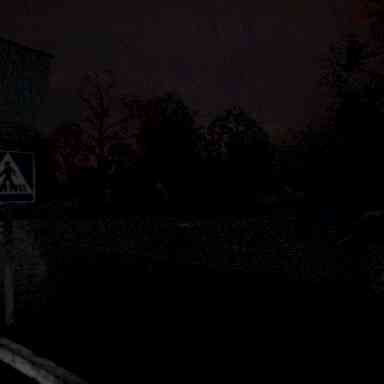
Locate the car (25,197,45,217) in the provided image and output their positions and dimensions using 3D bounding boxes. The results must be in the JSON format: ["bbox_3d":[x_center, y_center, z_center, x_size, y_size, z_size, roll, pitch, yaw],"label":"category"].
[{"bbox_3d":[-12.324,1.516,31.332,1.946,1.575,5.366,-1,-1,35],"label":"car"}]

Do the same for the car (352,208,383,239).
[{"bbox_3d":[9.038,1.475,16.076,2.002,1.452,4.674,0,0,35],"label":"car"}]

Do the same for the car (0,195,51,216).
[{"bbox_3d":[-17.129,1.366,34.444,2.435,2.045,5.566,-2,-1,35],"label":"car"}]

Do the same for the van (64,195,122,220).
[{"bbox_3d":[-8.034,1.226,27.952,1.878,1.987,4.442,-1,0,35],"label":"van"}]

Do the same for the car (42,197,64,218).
[{"bbox_3d":[-10.146,1.480,29.803,1.946,1.575,5.366,-1,0,35],"label":"car"}]
